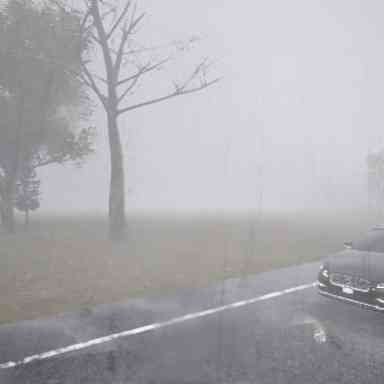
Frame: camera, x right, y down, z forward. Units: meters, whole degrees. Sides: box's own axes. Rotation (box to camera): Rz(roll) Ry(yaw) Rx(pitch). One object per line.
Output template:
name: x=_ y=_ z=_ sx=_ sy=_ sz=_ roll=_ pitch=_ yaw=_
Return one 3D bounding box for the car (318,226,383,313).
car: x=4.766 y=1.504 z=7.310 sx=4.892 sy=1.490 sz=1.837 roll=0 pitch=0 yaw=-35
